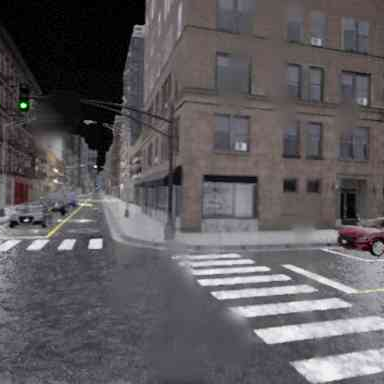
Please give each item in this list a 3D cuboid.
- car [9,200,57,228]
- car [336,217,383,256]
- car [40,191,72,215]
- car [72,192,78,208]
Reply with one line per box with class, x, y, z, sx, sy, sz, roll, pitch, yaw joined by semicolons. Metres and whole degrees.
car;-9.925;1.412;20.786;1.994;1.385;4.181;1;0;-16
car;7.987;1.677;13.293;4.507;1.381;1.887;1;0;-15
car;-12.787;1.030;31.052;2.150;2.045;5.566;1;0;-16
car;-16.416;0.969;44.146;2.150;2.045;5.566;1;0;-15
